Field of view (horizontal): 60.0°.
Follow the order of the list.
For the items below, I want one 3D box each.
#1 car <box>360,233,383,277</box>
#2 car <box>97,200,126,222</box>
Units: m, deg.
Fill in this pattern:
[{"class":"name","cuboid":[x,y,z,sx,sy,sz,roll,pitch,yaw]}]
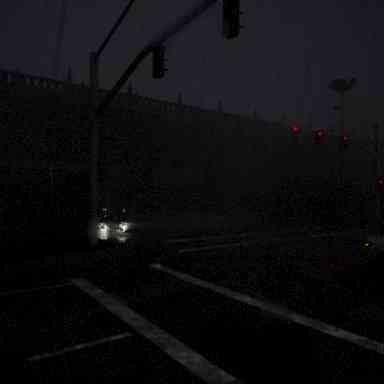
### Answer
[{"class":"car","cuboid":[6.784,1.639,8.444,1.812,1.442,4.674,1,0,-36]},{"class":"car","cuboid":[-7.299,1.485,28.132,2.097,1.767,4.553,1,0,-36]}]
